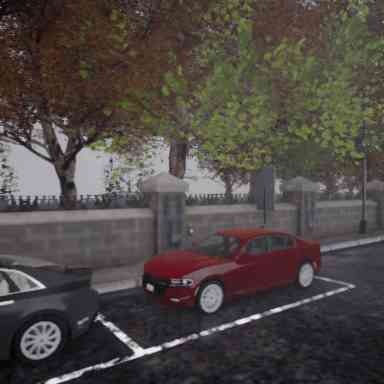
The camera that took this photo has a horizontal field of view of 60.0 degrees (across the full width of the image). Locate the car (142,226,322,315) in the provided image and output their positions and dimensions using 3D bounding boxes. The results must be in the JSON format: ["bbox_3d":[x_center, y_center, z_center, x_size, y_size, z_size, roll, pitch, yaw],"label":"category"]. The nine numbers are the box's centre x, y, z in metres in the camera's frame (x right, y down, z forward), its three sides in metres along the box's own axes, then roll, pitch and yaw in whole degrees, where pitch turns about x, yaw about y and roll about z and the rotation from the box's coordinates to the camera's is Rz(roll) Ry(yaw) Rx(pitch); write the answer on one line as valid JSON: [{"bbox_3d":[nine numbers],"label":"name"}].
[{"bbox_3d":[1.059,1.512,7.469,4.507,1.381,1.887,0,1,-35],"label":"car"}]

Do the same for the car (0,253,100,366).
[{"bbox_3d":[-3.424,1.554,4.213,4.403,1.369,2.008,0,1,-35],"label":"car"}]
